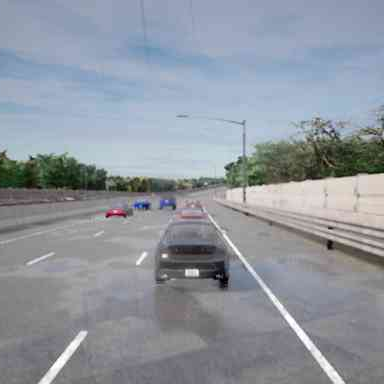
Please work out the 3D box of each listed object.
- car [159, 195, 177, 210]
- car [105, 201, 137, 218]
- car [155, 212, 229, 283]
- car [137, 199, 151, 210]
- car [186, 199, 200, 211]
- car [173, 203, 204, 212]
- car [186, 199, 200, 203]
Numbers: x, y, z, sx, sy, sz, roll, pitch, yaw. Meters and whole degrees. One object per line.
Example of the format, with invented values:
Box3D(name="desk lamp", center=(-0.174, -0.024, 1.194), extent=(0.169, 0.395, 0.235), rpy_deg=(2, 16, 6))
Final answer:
Box3D(name="car", center=(-3.387, 1.466, 47.569), extent=(2.150, 2.045, 5.566), rpy_deg=(0, 0, 0))
Box3D(name="car", center=(-6.900, 1.739, 31.984), extent=(1.994, 1.385, 4.181), rpy_deg=(0, 0, 0))
Box3D(name="car", center=(0.000, 1.560, 9.833), extent=(1.837, 1.490, 4.892), rpy_deg=(0, 0, 0))
Box3D(name="car", center=(-6.875, 1.717, 46.816), extent=(1.882, 1.535, 5.008), rpy_deg=(0, 0, 0))
Box3D(name="car", center=(0.114, 1.765, 46.888), extent=(1.812, 1.442, 4.674), rpy_deg=(0, 0, 0))
Box3D(name="car", center=(0.001, 1.637, 20.252), extent=(1.812, 1.442, 4.674), rpy_deg=(0, 0, 0))
Box3D(name="car", center=(0.102, 1.541, 34.962), extent=(2.097, 1.767, 4.553), rpy_deg=(0, 0, 0))
